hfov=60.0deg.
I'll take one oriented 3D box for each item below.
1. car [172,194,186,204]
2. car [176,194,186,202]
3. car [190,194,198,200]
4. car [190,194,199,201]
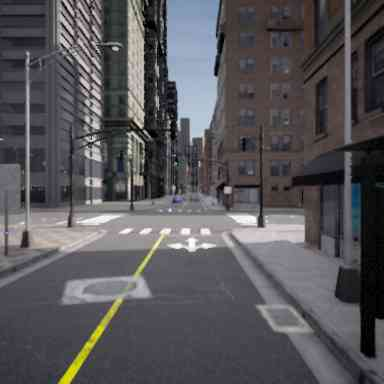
[{"bbox_3d":[-2.678,1.427,62.506,1.882,1.535,5.008,0,0,1],"label":"car"},{"bbox_3d":[-2.461,1.283,77.914,2.097,1.767,4.553,0,0,1],"label":"car"},{"bbox_3d":[0.658,1.310,87.642,2.033,1.411,5.357,0,0,1],"label":"car"},{"bbox_3d":[0.535,1.480,77.640,1.994,1.385,4.181,0,0,1],"label":"car"}]
